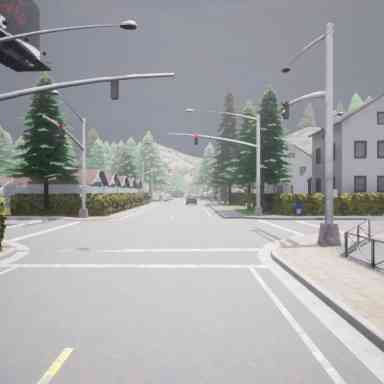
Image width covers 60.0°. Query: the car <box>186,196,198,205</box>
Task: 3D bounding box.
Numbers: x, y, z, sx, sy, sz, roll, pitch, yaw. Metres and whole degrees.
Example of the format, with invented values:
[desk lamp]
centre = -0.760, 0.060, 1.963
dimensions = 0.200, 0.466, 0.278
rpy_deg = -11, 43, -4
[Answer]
[car]
centre = -0.081, 1.505, 59.182
dimensions = 1.837, 1.490, 4.892
rpy_deg = 0, 0, 0
